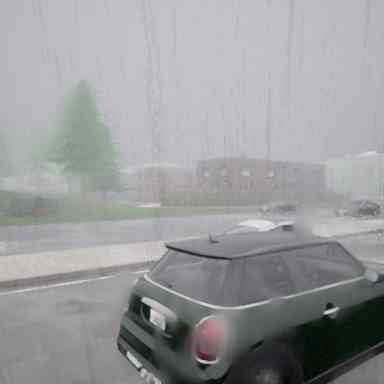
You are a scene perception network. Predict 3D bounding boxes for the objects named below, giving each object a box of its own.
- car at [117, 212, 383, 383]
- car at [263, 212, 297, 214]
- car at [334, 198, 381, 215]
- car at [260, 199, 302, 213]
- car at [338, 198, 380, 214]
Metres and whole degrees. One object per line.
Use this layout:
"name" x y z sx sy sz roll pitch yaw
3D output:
"car" 1.368 1.345 4.713 4.553 1.767 2.097 0 0 -36
"car" 2.458 1.512 9.796 4.674 1.442 1.812 0 0 -36
"car" 13.965 1.443 28.031 4.902 1.511 2.128 0 0 -35
"car" 8.872 1.445 33.005 4.902 1.511 2.128 0 0 -35
"car" 17.514 1.455 34.784 4.892 1.490 1.837 0 0 -35
